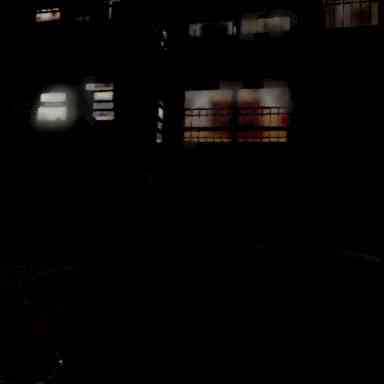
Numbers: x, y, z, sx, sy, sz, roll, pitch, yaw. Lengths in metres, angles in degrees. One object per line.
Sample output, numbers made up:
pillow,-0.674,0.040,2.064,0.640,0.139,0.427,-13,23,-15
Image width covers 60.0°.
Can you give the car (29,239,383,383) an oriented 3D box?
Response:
car,0.275,1.646,4.923,5.009,1.841,2.192,2,-4,12
